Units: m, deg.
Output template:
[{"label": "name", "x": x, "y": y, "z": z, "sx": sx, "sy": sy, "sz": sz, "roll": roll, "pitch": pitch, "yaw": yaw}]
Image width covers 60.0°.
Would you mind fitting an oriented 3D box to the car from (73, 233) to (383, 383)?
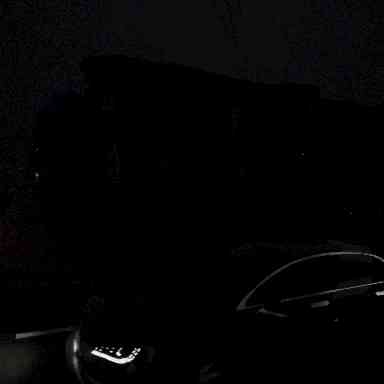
[{"label": "car", "x": 1.048, "y": 1.361, "z": 4.350, "sx": 4.892, "sy": 1.490, "sz": 1.837, "roll": 1, "pitch": 2, "yaw": -24}]
